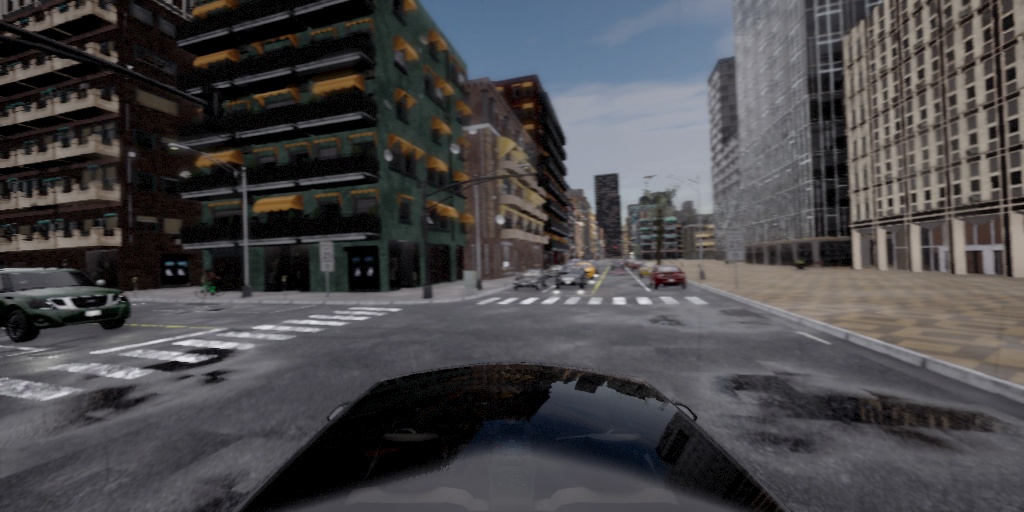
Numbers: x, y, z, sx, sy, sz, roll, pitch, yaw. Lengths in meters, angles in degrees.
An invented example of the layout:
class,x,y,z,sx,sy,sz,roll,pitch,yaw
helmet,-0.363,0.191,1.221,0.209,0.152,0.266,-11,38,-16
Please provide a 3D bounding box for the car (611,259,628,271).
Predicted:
class,x,y,z,sx,sy,sz,roll,pitch,yaw
car,15.437,1.321,52.486,2.128,1.511,4.902,-2,-1,16

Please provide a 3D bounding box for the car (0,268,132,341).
class,x,y,z,sx,sy,sz,roll,pitch,yaw
car,-14.954,1.390,11.273,5.566,2.045,2.150,-1,-1,16

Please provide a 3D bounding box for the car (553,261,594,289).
class,x,y,z,sx,sy,sz,roll,pitch,yaw
car,4.163,1.369,24.661,2.128,1.511,4.902,-2,-1,16

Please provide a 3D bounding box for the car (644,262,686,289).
class,x,y,z,sx,sy,sz,roll,pitch,yaw
car,9.393,1.202,21.823,1.888,1.381,4.507,0,0,16

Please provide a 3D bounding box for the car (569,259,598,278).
class,x,y,z,sx,sy,sz,roll,pitch,yaw
car,6.732,1.376,33.676,1.882,1.535,5.008,-2,-1,16

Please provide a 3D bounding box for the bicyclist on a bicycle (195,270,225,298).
class,x,y,z,sx,sy,sz,roll,pitch,yaw
bicyclist on a bicycle,-17.739,1.617,21.095,0.582,1.620,1.656,-2,0,15

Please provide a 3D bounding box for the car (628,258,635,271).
class,x,y,z,sx,sy,sz,roll,pitch,yaw
car,16.995,1.305,48.421,1.802,1.307,4.207,0,0,16

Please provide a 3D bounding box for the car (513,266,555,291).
class,x,y,z,sx,sy,sz,roll,pitch,yaw
car,1.341,1.522,24.124,2.007,1.370,4.403,0,0,16

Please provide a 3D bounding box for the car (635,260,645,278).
class,x,y,z,sx,sy,sz,roll,pitch,yaw
car,12.480,1.207,32.626,1.751,1.417,4.829,0,0,16

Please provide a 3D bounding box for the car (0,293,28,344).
class,x,y,z,sx,sy,sz,roll,pitch,yaw
car,-14.327,1.680,8.408,4.403,1.370,2.007,0,0,15
